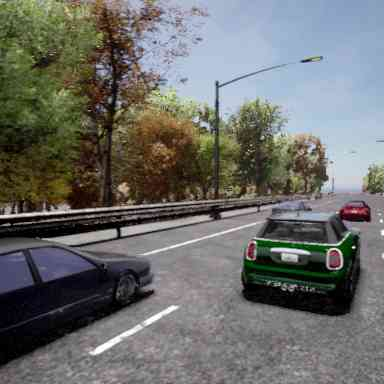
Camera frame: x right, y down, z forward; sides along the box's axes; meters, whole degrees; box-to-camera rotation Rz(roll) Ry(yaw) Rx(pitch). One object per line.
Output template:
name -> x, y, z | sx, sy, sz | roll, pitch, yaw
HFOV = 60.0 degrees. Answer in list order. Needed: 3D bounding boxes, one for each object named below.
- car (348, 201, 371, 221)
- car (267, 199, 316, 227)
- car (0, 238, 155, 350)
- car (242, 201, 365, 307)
car -> 12.263, 1.324, 24.892 | 1.994, 1.385, 4.181 | 1, 1, 29
car -> 6.830, 1.310, 22.401 | 2.033, 1.411, 5.357 | 1, 1, 30
car -> -2.815, 1.464, 5.208 | 2.033, 1.411, 5.357 | 1, 1, 30
car -> 2.925, 1.262, 8.215 | 2.097, 1.767, 4.553 | 1, 1, 30
